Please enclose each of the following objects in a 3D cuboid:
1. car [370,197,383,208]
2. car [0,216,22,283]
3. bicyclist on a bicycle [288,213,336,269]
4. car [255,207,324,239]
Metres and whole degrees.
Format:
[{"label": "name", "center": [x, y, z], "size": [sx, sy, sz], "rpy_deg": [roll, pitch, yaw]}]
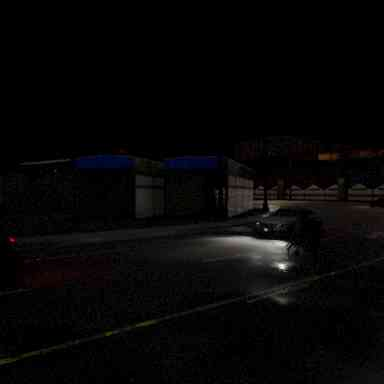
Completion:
[{"label": "car", "center": [26.576, 1.477, 45.782], "size": [1.882, 1.535, 5.008], "rpy_deg": [0, 0, -4]}, {"label": "car", "center": [-6.639, 1.352, 7.841], "size": [4.553, 1.767, 2.097], "rpy_deg": [0, 0, -37]}, {"label": "bicyclist on a bicycle", "center": [3.580, 1.455, 10.092], "size": [0.582, 1.620, 1.656], "rpy_deg": [0, -2, -38]}, {"label": "car", "center": [5.247, 1.526, 17.531], "size": [4.674, 1.442, 1.812], "rpy_deg": [0, 0, -43]}]
